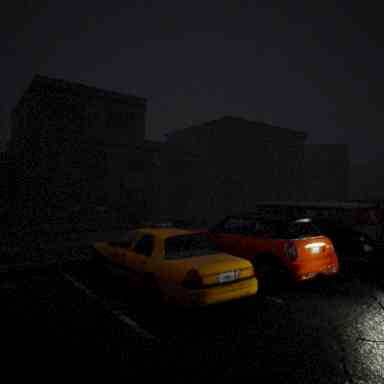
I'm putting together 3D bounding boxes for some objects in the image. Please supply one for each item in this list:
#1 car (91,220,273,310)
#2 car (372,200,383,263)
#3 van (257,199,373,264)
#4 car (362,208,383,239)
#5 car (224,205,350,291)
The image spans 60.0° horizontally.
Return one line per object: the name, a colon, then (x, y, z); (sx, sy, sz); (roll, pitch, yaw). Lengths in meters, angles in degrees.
car: (-0.841, 1.493, 8.011); (1.946, 1.575, 5.366); (0, 0, -35)
car: (7.419, 1.298, 8.958); (5.566, 2.045, 2.150); (1, 0, -35)
van: (4.184, 1.319, 11.224); (1.878, 1.987, 4.442); (1, 0, -35)
car: (11.521, 1.681, 16.617); (2.097, 1.535, 5.008); (1, -1, -36)
car: (1.661, 1.388, 9.529); (2.185, 1.767, 4.553); (0, 0, -35)
